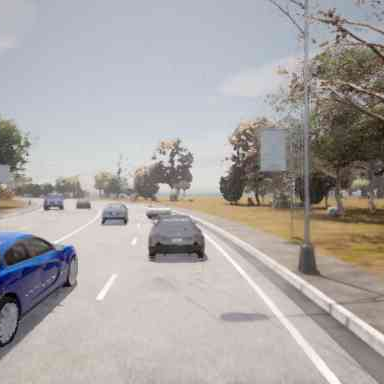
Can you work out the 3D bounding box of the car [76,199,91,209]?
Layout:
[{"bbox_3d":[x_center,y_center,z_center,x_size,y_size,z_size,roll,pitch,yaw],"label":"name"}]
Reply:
[{"bbox_3d":[-14.571,1.611,44.830,1.895,1.301,4.718,0,0,-18],"label":"car"}]

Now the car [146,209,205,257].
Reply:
[{"bbox_3d":[-0.656,1.565,12.964,1.994,1.385,4.181,0,0,-5],"label":"car"}]

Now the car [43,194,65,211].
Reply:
[{"bbox_3d":[-17.321,1.232,41.945,2.150,2.045,5.566,0,0,-17],"label":"car"}]

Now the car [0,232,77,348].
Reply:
[{"bbox_3d":[-3.679,1.484,6.246,1.882,1.535,5.008,0,0,-2],"label":"car"}]

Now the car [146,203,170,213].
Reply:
[{"bbox_3d":[-3.070,1.605,29.458,1.895,1.301,4.718,0,0,-11],"label":"car"}]

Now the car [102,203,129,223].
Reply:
[{"bbox_3d":[-5.883,1.554,25.673,2.033,1.411,5.357,0,0,-10],"label":"car"}]
